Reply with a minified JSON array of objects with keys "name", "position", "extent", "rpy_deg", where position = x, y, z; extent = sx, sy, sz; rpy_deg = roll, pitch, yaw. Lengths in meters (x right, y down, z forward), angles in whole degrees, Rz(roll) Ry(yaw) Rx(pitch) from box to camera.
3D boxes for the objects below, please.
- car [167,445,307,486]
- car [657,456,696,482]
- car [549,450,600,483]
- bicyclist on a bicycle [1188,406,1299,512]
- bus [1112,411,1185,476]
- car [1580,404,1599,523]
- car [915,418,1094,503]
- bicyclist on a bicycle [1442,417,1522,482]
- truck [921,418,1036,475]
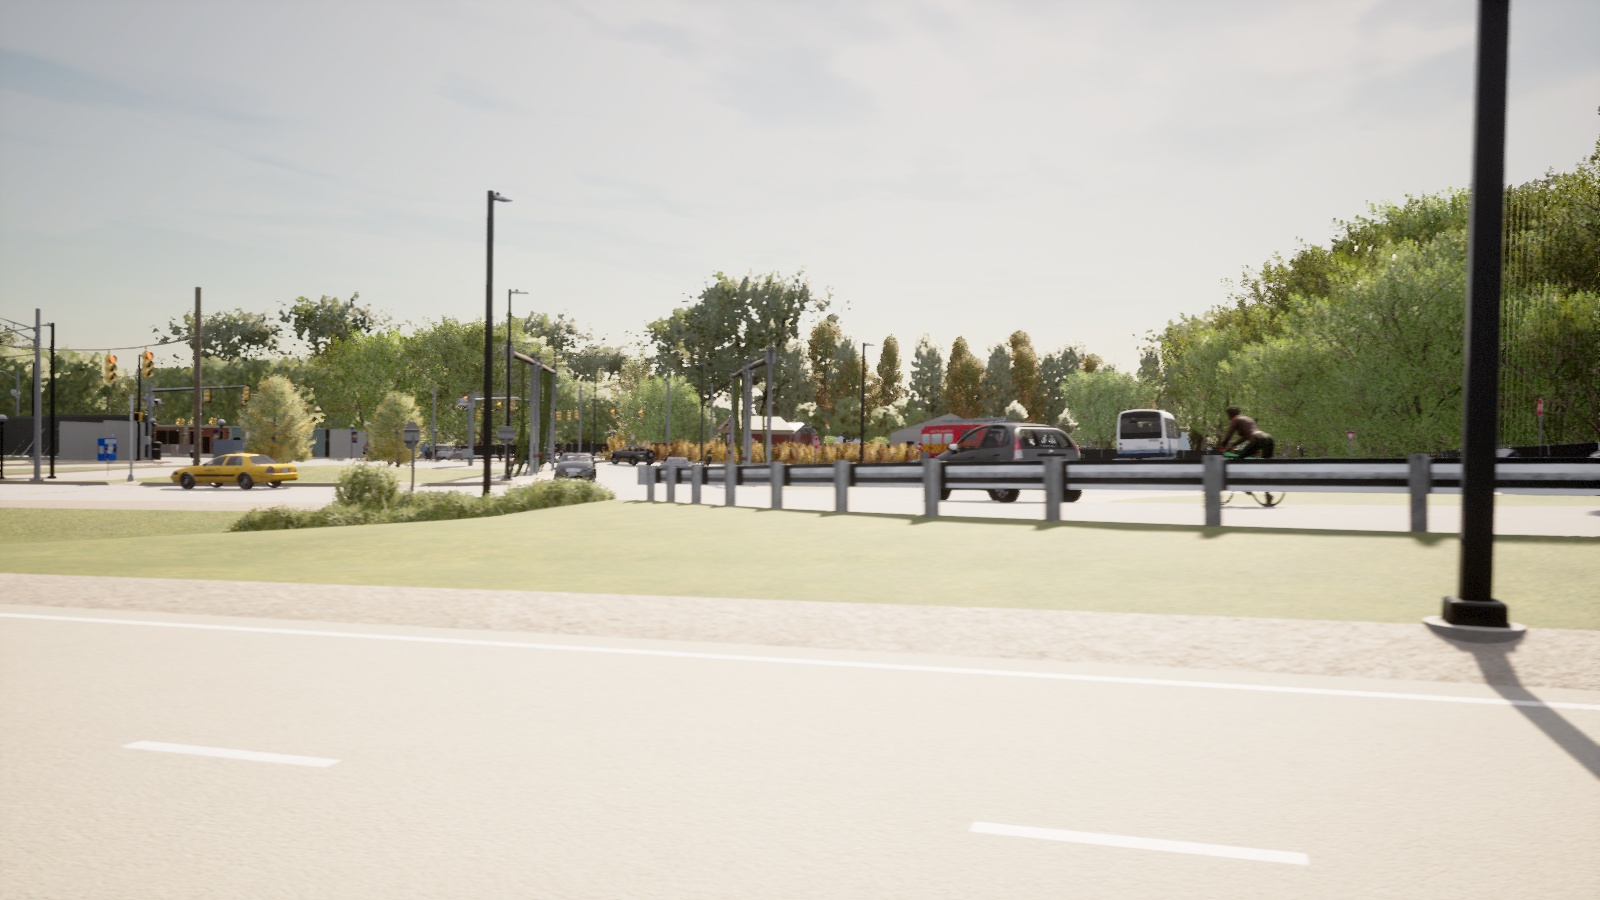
[{"name":"car","position":[-23.060,0.615,51.432],"extent":[5.366,1.575,1.801],"rpy_deg":[0,1,18]},{"name":"car","position":[-7.088,1.051,71.802],"extent":[1.994,1.385,4.181],"rpy_deg":[1,0,-8]},{"name":"car","position":[-10.981,0.781,61.471],"extent":[2.128,1.511,4.902],"rpy_deg":[1,-1,-7]},{"name":"bicyclist on a bicycle","position":[7.060,0.165,20.051],"extent":[0.582,1.620,1.656],"rpy_deg":[1,-2,-31]},{"name":"bus","position":[24.942,-0.414,89.409],"extent":[3.944,4.253,10.273],"rpy_deg":[-1,-1,21]},{"name":"car","position":[12.115,0.113,14.392],"extent":[5.357,1.411,2.033],"rpy_deg":[-1,-1,32]},{"name":"car","position":[4.163,0.259,26.171],"extent":[1.851,1.617,3.988],"rpy_deg":[1,-2,-22]},{"name":"bicyclist on a bicycle","position":[19.246,-0.007,35.454],"extent":[1.843,1.776,0.659],"rpy_deg":[-2,0,19]},{"name":"truck","position":[12.548,-0.236,89.170],"extent":[2.891,3.827,8.468],"rpy_deg":[1,-1,-37]}]
